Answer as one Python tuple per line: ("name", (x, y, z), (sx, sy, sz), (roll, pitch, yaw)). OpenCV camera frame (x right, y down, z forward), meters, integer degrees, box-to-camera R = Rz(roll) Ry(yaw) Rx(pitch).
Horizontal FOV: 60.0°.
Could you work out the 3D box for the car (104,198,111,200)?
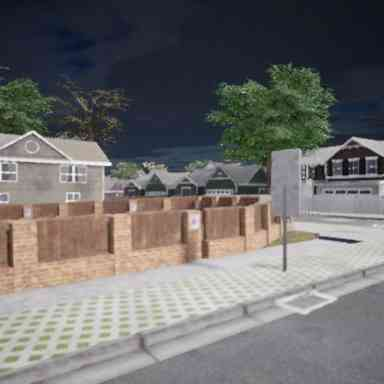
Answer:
("car", (-13.298, 1.684, 51.278), (1.882, 1.535, 5.008), (0, -1, -42))
